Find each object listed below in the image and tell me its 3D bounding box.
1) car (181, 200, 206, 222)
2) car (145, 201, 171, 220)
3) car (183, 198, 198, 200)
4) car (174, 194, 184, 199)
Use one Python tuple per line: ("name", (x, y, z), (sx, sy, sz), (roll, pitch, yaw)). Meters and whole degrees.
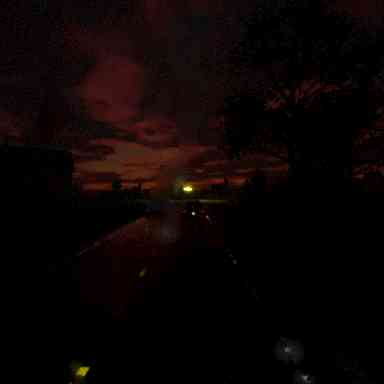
("car", (0.108, 1.581, 26.836), (1.994, 1.385, 4.181), (0, 0, 0))
("car", (-2.840, 1.495, 28.671), (1.882, 1.535, 5.008), (0, 0, 0))
("car", (0.113, 1.543, 43.081), (1.812, 1.442, 4.674), (0, 0, 0))
("car", (-2.731, 1.236, 70.170), (1.837, 1.490, 4.892), (0, 0, 0))
